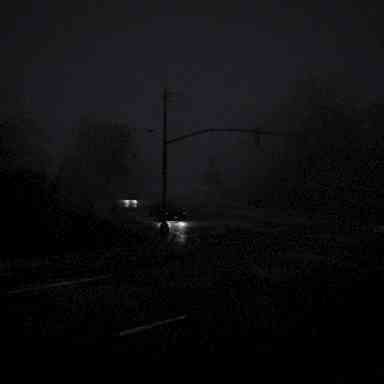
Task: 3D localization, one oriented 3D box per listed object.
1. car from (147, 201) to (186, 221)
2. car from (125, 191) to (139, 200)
[{"bbox_3d":[-2.228,1.491,27.461,2.033,1.411,5.357,0,1,-23],"label":"car"},{"bbox_3d":[-9.478,0.481,52.510,1.994,1.385,4.181,0,3,-10],"label":"car"}]
